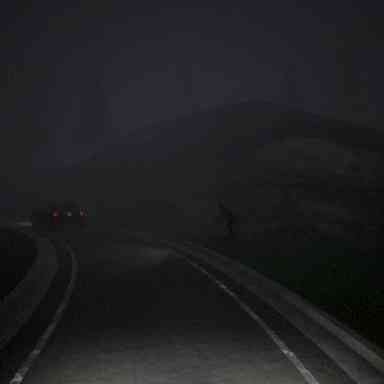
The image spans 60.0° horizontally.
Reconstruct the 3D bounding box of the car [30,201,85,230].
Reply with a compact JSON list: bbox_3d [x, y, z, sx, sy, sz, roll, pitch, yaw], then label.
[{"bbox_3d":[-8.786,1.383,21.552,2.097,1.767,4.553,0,0,-42],"label":"car"}]

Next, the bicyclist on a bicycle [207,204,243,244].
[{"bbox_3d":[1.348,1.300,13.579,1.656,1.620,0.582,0,0,-22],"label":"bicyclist on a bicycle"}]
